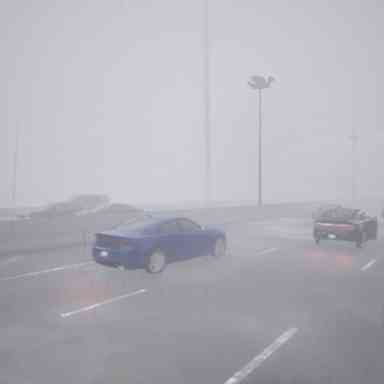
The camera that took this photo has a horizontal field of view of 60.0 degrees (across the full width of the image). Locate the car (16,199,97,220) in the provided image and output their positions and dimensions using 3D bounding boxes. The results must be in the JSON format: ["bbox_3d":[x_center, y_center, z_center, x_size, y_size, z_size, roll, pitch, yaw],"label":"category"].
[{"bbox_3d":[-9.302,1.453,22.810,1.882,1.535,5.008,0,0,38],"label":"car"}]

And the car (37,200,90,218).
[{"bbox_3d":[-11.839,1.533,30.919,1.994,1.385,4.181,0,0,38],"label":"car"}]

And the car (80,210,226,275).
[{"bbox_3d":[-0.780,1.474,10.676,1.882,1.535,5.008,0,0,38],"label":"car"}]

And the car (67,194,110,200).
[{"bbox_3d":[-9.410,1.198,28.344,2.150,2.045,5.566,0,0,38],"label":"car"}]

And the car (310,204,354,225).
[{"bbox_3d":[10.764,1.623,25.387,1.895,1.301,4.718,0,0,38],"label":"car"}]

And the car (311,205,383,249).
[{"bbox_3d":[6.955,1.505,14.859,2.128,1.511,4.902,0,0,38],"label":"car"}]

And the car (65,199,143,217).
[{"bbox_3d":[-5.440,1.462,22.064,1.882,1.535,5.008,0,0,38],"label":"car"}]
